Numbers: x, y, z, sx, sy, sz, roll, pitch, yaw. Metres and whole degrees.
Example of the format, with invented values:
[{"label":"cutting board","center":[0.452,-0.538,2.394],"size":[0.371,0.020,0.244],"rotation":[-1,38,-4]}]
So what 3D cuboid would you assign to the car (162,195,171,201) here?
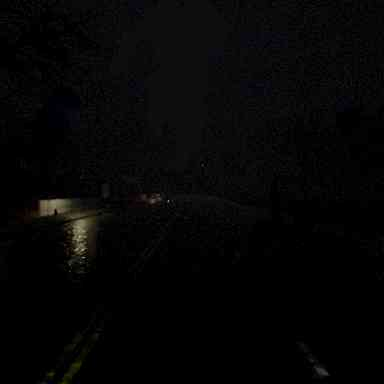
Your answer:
[{"label":"car","center":[-6.525,1.497,85.346],"size":[1.994,1.385,4.181],"rotation":[0,0,0]}]
